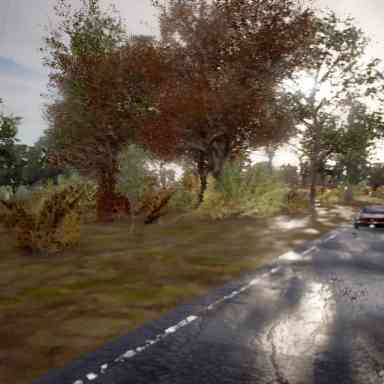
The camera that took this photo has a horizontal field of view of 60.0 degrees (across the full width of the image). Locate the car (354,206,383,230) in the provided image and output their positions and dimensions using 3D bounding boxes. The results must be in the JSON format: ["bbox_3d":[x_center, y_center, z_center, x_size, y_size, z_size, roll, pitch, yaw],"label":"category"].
[{"bbox_3d":[10.878,1.521,19.685,1.895,1.301,4.718,1,1,34],"label":"car"}]
